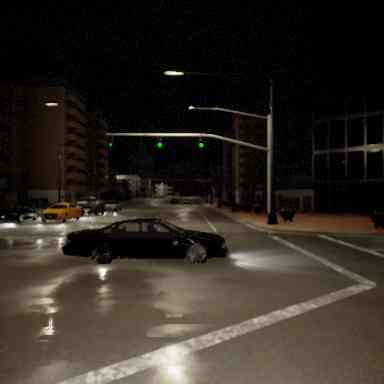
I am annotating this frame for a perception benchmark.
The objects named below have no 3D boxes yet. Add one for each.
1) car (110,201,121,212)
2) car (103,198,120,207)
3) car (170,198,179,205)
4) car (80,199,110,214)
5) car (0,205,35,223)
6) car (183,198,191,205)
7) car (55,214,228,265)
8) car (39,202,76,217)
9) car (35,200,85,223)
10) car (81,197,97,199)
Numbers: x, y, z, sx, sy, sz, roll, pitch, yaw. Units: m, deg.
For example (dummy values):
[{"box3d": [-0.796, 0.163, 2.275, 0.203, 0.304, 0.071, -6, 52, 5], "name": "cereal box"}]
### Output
[{"box3d": [-11.311, 2.077, 47.519, 1.812, 1.442, 4.674, 0, -1, -1], "name": "car"}, {"box3d": [-14.960, 1.963, 62.249, 2.128, 1.511, 4.902, 0, -1, -1], "name": "car"}, {"box3d": [-4.923, 2.549, 92.337, 2.097, 1.767, 4.553, 0, 0, -1], "name": "car"}, {"box3d": [-11.173, 1.861, 37.549, 2.128, 1.511, 4.902, 0, -1, -1], "name": "car"}, {"box3d": [-14.522, 1.779, 27.611, 1.994, 1.385, 4.181, 0, -1, -1], "name": "car"}, {"box3d": [-1.424, 2.718, 92.423, 2.128, 1.511, 4.902, 0, 0, -1], "name": "car"}, {"box3d": [-1.513, 1.609, 11.318, 5.357, 1.411, 2.033, 0, 0, 0], "name": "car"}, {"box3d": [-14.659, 1.845, 36.533, 2.128, 1.511, 4.902, 0, -1, -1], "name": "car"}, {"box3d": [-11.032, 1.703, 28.285, 1.882, 1.535, 5.008, 0, -1, -1], "name": "car"}, {"box3d": [-14.801, 1.767, 47.194, 2.150, 2.045, 5.566, 0, -1, -1], "name": "car"}]
